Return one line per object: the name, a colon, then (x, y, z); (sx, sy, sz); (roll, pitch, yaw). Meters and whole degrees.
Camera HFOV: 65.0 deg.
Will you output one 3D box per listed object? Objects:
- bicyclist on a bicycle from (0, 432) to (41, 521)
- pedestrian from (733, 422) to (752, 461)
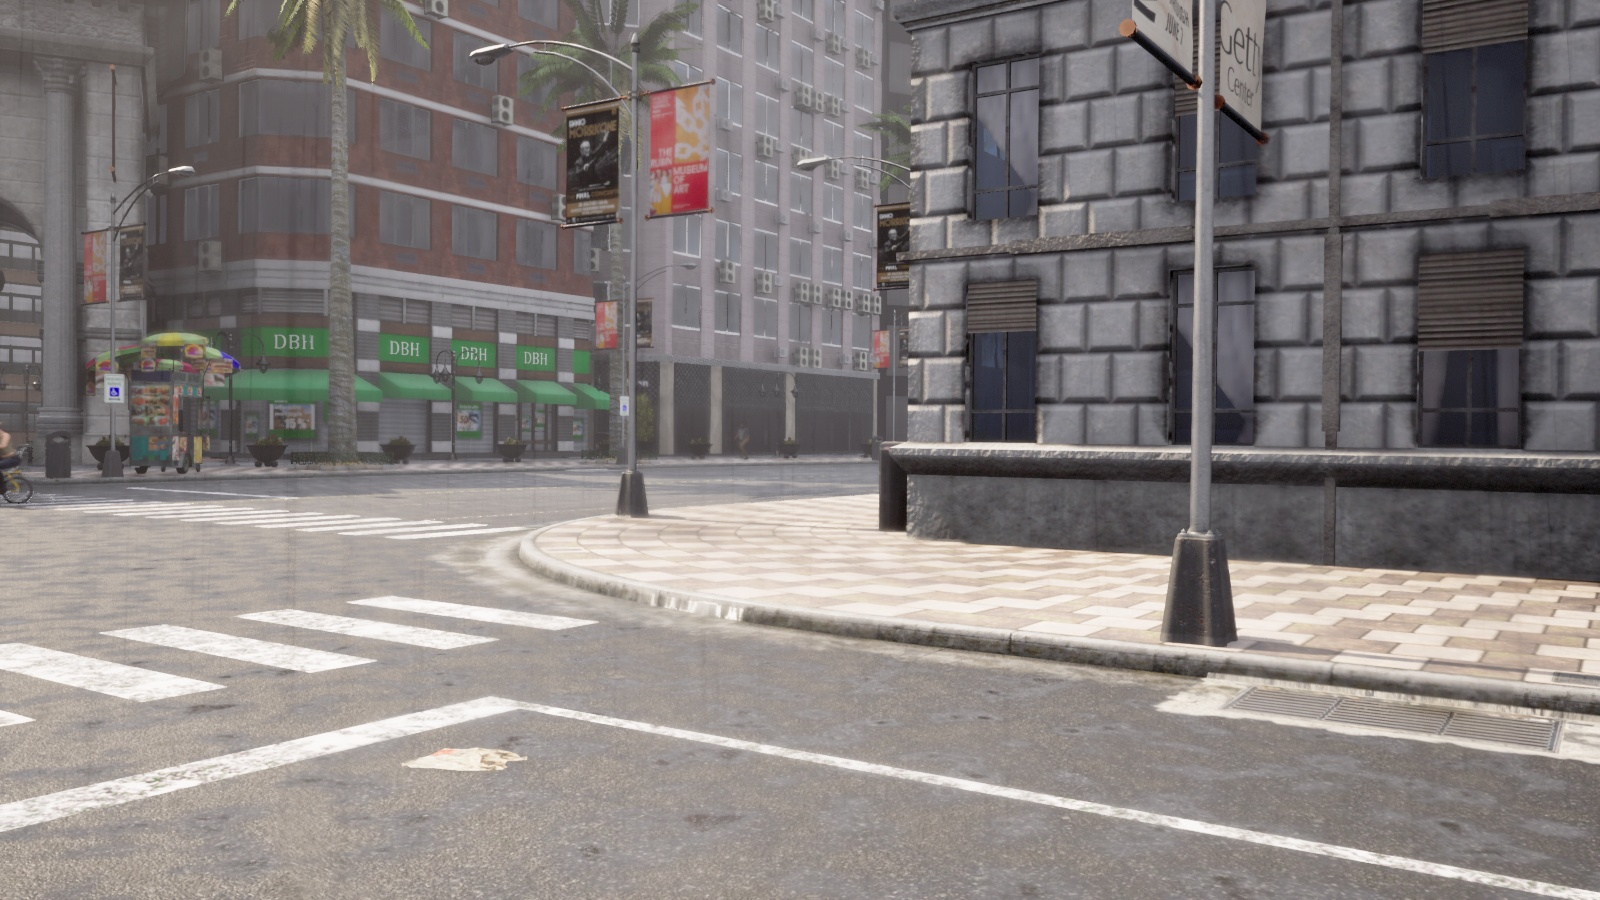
bicyclist on a bicycle: (-14.930, 0.489, 23.017); (0.866, 1.612, 1.509); (0, 1, 34)
pedestrian: (-2.740, -0.399, 59.465); (0.540, 1.848, 0.694); (0, 1, 44)
